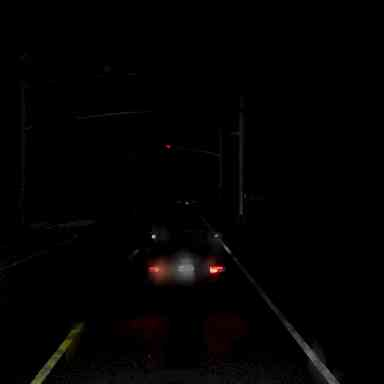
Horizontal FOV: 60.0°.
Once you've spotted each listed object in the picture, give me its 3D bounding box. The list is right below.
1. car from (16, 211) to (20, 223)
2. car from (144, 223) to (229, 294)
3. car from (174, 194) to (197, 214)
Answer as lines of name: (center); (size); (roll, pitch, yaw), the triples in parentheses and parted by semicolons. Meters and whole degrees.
car: (-13.712, 1.510, 22.166); (4.674, 1.442, 1.812); (0, 0, -2)
car: (-0.167, 1.547, 8.918); (2.033, 1.411, 5.357); (0, 0, -1)
car: (-0.743, 1.221, 36.201); (2.150, 2.045, 5.566); (0, 0, -5)
